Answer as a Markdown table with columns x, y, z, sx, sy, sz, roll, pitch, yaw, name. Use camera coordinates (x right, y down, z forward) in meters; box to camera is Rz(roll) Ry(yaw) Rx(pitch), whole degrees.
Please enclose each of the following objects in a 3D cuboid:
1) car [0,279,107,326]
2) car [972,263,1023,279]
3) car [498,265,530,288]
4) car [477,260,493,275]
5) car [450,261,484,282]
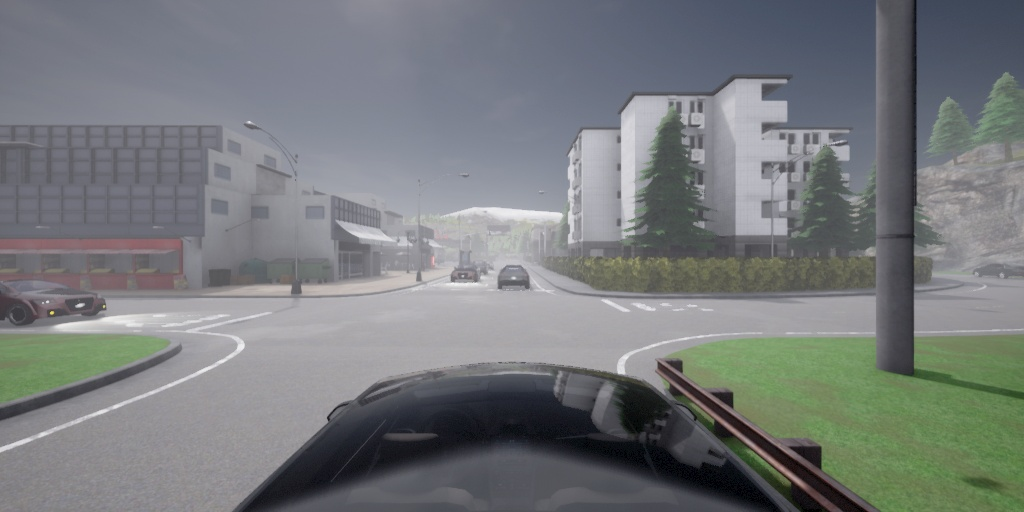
| x | y | z | sx | sy | sz | roll | pitch | yaw | name |
| --- | --- | --- | --- | --- | --- | --- | --- | --- | --- |
| -16.541 | 1.486 | 12.114 | 4.181 | 1.385 | 1.994 | 0 | 0 | 1 | car |
| 47.372 | 1.419 | 34.611 | 1.837 | 1.490 | 4.892 | 0 | 0 | 22 | car |
| 0.103 | 1.297 | 23.376 | 1.994 | 1.385 | 4.181 | 0 | 0 | 0 | car |
| -3.592 | 1.228 | 38.759 | 2.128 | 1.511 | 4.902 | 0 | 0 | 0 | car |
| -3.587 | 1.304 | 28.311 | 1.994 | 1.385 | 4.181 | 0 | 0 | 1 | car |
